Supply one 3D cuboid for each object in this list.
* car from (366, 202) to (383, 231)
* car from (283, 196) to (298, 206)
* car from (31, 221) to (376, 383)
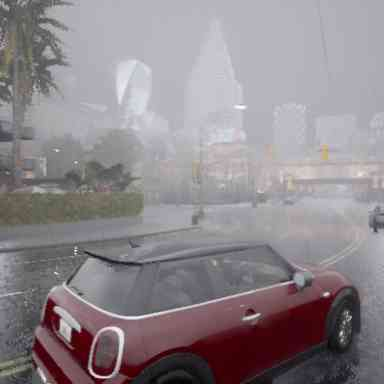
[{"bbox_3d":[12.340,1.640,21.045,2.128,1.511,4.902,0,0,25],"label":"car"},{"bbox_3d":[19.556,1.907,66.967,2.097,1.535,5.008,0,0,21],"label":"car"},{"bbox_3d":[0.413,1.379,4.578,4.553,1.767,2.097,1,-1,-39],"label":"car"}]
